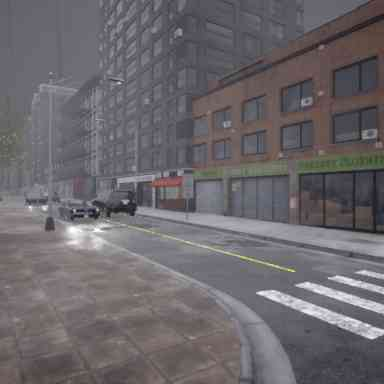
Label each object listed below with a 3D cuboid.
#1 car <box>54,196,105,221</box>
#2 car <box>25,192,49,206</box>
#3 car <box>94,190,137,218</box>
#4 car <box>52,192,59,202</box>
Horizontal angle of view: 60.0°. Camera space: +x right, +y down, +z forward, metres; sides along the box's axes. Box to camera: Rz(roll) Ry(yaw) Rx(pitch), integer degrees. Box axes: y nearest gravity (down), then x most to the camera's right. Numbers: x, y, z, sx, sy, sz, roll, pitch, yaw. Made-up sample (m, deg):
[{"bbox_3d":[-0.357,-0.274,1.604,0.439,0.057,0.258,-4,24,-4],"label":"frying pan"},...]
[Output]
[{"bbox_3d":[-7.849,1.211,22.907,1.895,1.301,4.718,0,1,-32],"label":"car"},{"bbox_3d":[-19.658,0.850,41.715,1.882,1.535,5.008,0,0,-32],"label":"car"},{"bbox_3d":[-6.123,0.827,25.716,2.150,2.045,5.566,0,1,-32],"label":"car"},{"bbox_3d":[-21.099,0.709,49.321,2.097,1.767,4.553,0,0,-32],"label":"car"}]
